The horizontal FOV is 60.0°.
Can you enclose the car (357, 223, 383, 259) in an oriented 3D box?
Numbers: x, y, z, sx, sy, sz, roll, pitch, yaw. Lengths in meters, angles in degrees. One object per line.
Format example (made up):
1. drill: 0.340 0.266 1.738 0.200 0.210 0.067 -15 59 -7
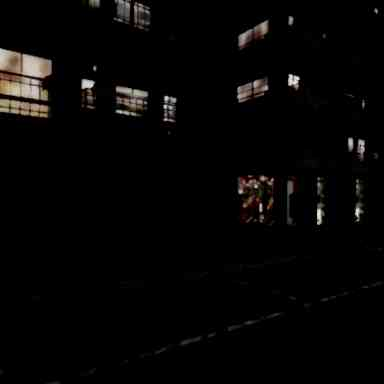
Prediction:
1. car: 7.744 1.691 12.094 4.403 1.369 2.008 1 0 -36
